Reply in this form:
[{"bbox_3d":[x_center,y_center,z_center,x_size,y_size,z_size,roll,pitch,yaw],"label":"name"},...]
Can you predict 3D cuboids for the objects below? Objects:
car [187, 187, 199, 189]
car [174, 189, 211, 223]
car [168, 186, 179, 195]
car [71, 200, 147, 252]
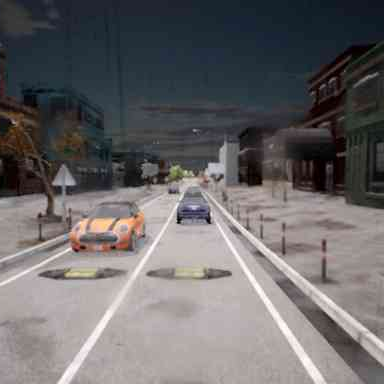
[{"bbox_3d":[0.114,0.145,39.549,2.097,1.767,4.553,0,3,0],"label":"car"},{"bbox_3d":[0.105,0.925,21.895,2.097,1.767,4.553,0,2,0],"label":"car"},{"bbox_3d":[-3.023,-0.343,56.145,2.033,1.411,5.357,0,2,1],"label":"car"},{"bbox_3d":[-3.095,1.189,13.155,2.097,1.767,4.553,0,1,0],"label":"car"}]
